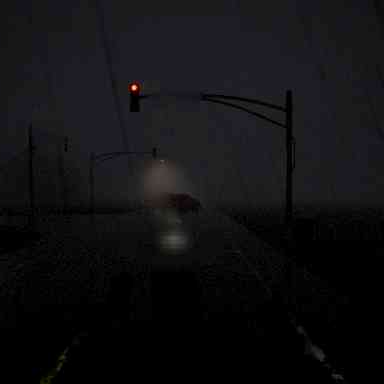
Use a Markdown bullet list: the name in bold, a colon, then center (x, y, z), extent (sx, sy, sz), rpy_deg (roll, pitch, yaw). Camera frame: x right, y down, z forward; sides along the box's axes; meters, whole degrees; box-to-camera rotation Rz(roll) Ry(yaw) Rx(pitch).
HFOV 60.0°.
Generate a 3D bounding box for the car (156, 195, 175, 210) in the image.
- **car**: center (-3.449, 1.320, 43.560), extent (2.097, 1.767, 4.553), rpy_deg (0, 0, 0)

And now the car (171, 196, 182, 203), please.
- **car**: center (-3.271, 1.476, 70.903), extent (1.994, 1.385, 4.181), rpy_deg (0, 0, 0)

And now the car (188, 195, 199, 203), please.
- **car**: center (0.321, 1.421, 68.217), extent (2.128, 1.511, 4.902), rpy_deg (0, 0, 0)

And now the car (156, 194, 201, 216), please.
- **car**: center (-1.147, 1.201, 33.002), extent (2.150, 2.045, 5.566), rpy_deg (1, 0, 28)

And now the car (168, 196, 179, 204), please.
- **car**: center (-3.374, 1.468, 61.157), extent (1.812, 1.442, 4.674), rpy_deg (0, 0, 1)

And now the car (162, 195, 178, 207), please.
- **car**: center (-3.420, 1.308, 52.341), extent (2.097, 1.767, 4.553), rpy_deg (0, 0, 0)
